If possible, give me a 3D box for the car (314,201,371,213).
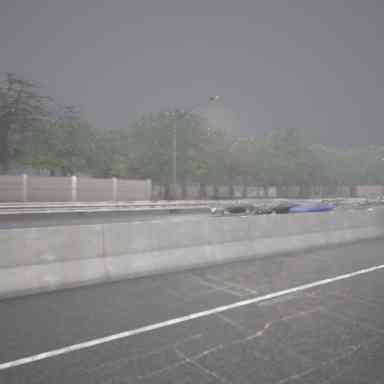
[{"bbox_3d":[12.040,1.600,25.391,5.357,1.411,2.033,0,0,-35],"label":"car"}]

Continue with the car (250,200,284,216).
[{"bbox_3d":[8.121,1.529,31.188,5.008,1.535,1.882,0,0,-35],"label":"car"}]

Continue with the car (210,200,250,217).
[{"bbox_3d":[3.963,1.536,32.538,4.902,1.511,2.128,0,0,-35],"label":"car"}]

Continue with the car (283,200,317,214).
[{"bbox_3d":[10.448,1.531,28.546,5.008,1.535,1.882,0,0,-35],"label":"car"}]
